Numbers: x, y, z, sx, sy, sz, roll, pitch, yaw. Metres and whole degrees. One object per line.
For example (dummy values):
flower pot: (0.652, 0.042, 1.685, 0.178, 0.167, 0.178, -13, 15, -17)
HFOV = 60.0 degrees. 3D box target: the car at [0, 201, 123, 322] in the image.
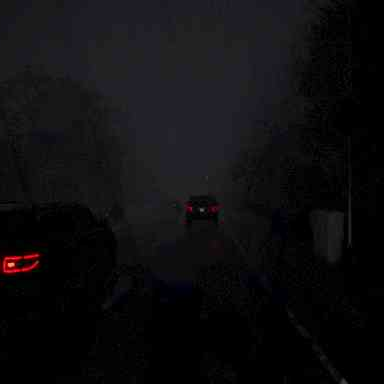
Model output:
car: (-3.285, 1.223, 7.395, 2.150, 2.045, 5.566, 0, 0, 1)

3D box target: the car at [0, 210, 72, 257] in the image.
car: (-6.787, 1.566, 13.762, 1.994, 1.385, 4.181, 0, 0, 2)

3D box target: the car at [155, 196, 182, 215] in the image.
car: (-2.076, 1.505, 34.622, 2.128, 1.511, 4.902, 0, 0, 4)

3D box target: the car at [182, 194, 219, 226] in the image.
car: (0.746, 1.234, 23.592, 2.150, 2.045, 5.566, 0, 0, 3)

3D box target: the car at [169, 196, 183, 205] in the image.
car: (-3.037, 1.502, 62.965, 1.882, 1.535, 5.008, 0, 0, 7)

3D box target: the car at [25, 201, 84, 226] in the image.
car: (-9.855, 1.497, 24.354, 2.128, 1.511, 4.902, 0, 0, 3)

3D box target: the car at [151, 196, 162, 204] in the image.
car: (-6.510, 1.500, 63.370, 1.882, 1.535, 5.008, 0, 0, 7)

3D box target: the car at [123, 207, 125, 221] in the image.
car: (-6.340, 1.485, 24.555, 1.882, 1.535, 5.008, 0, 0, 3)

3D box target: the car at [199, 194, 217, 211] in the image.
car: (2.102, 1.242, 42.944, 2.150, 2.045, 5.566, 0, 0, 5)
